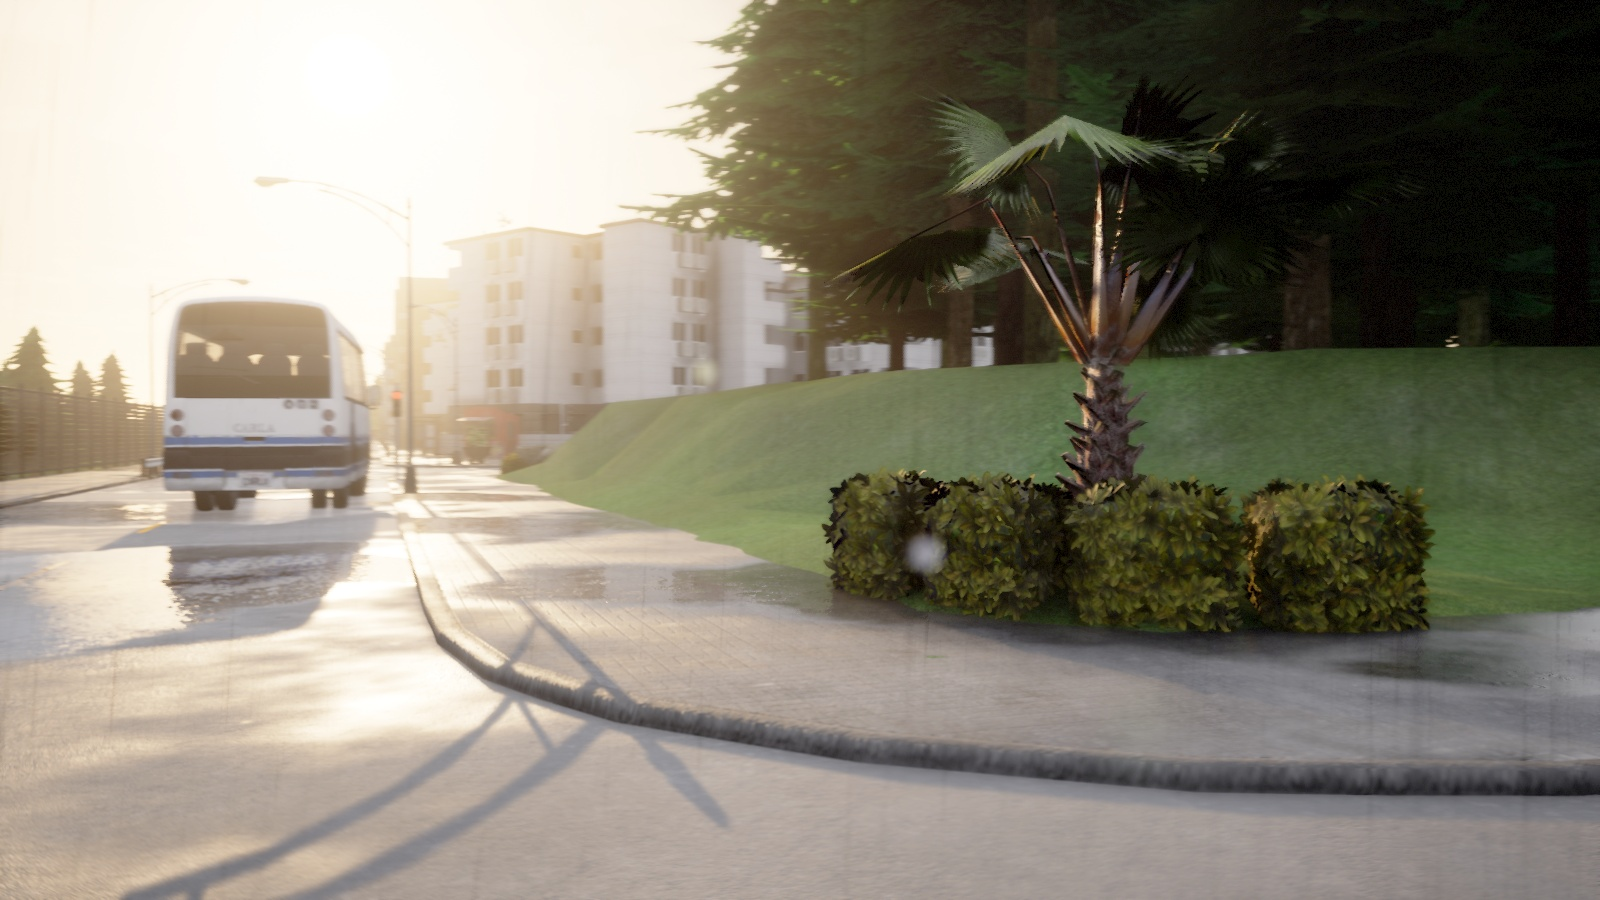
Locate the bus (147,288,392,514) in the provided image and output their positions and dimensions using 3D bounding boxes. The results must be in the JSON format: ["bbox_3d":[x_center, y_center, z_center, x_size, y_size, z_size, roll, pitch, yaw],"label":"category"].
[{"bbox_3d":[-11.754,-0.981,29.084,3.944,4.253,10.273,0,1,-16],"label":"bus"}]
